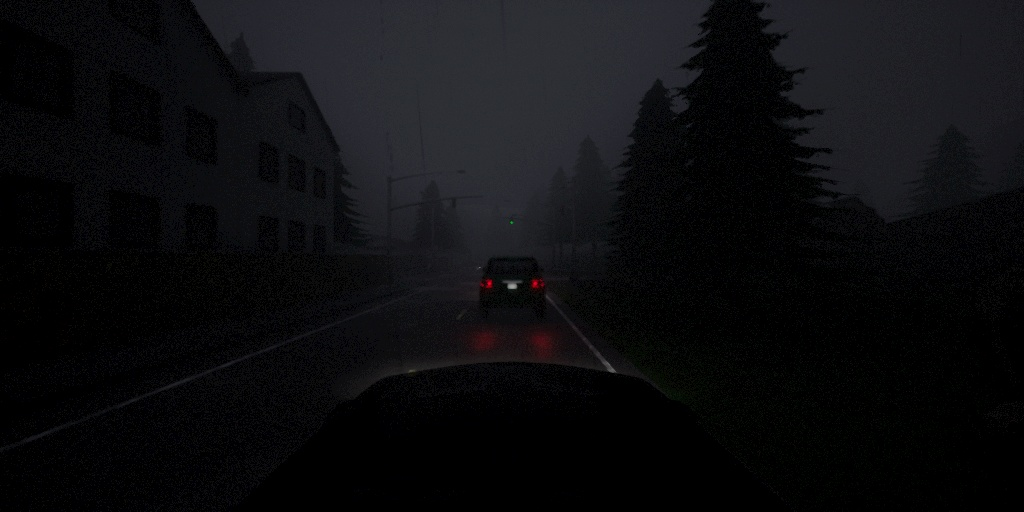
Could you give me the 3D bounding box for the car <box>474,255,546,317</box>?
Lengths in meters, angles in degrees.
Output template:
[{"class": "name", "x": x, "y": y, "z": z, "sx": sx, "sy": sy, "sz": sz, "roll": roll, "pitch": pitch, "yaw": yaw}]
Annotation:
[{"class": "car", "x": 0.035, "y": 0.994, "z": 13.424, "sx": 2.150, "sy": 2.045, "sz": 5.566, "roll": 0, "pitch": 0, "yaw": 1}]
